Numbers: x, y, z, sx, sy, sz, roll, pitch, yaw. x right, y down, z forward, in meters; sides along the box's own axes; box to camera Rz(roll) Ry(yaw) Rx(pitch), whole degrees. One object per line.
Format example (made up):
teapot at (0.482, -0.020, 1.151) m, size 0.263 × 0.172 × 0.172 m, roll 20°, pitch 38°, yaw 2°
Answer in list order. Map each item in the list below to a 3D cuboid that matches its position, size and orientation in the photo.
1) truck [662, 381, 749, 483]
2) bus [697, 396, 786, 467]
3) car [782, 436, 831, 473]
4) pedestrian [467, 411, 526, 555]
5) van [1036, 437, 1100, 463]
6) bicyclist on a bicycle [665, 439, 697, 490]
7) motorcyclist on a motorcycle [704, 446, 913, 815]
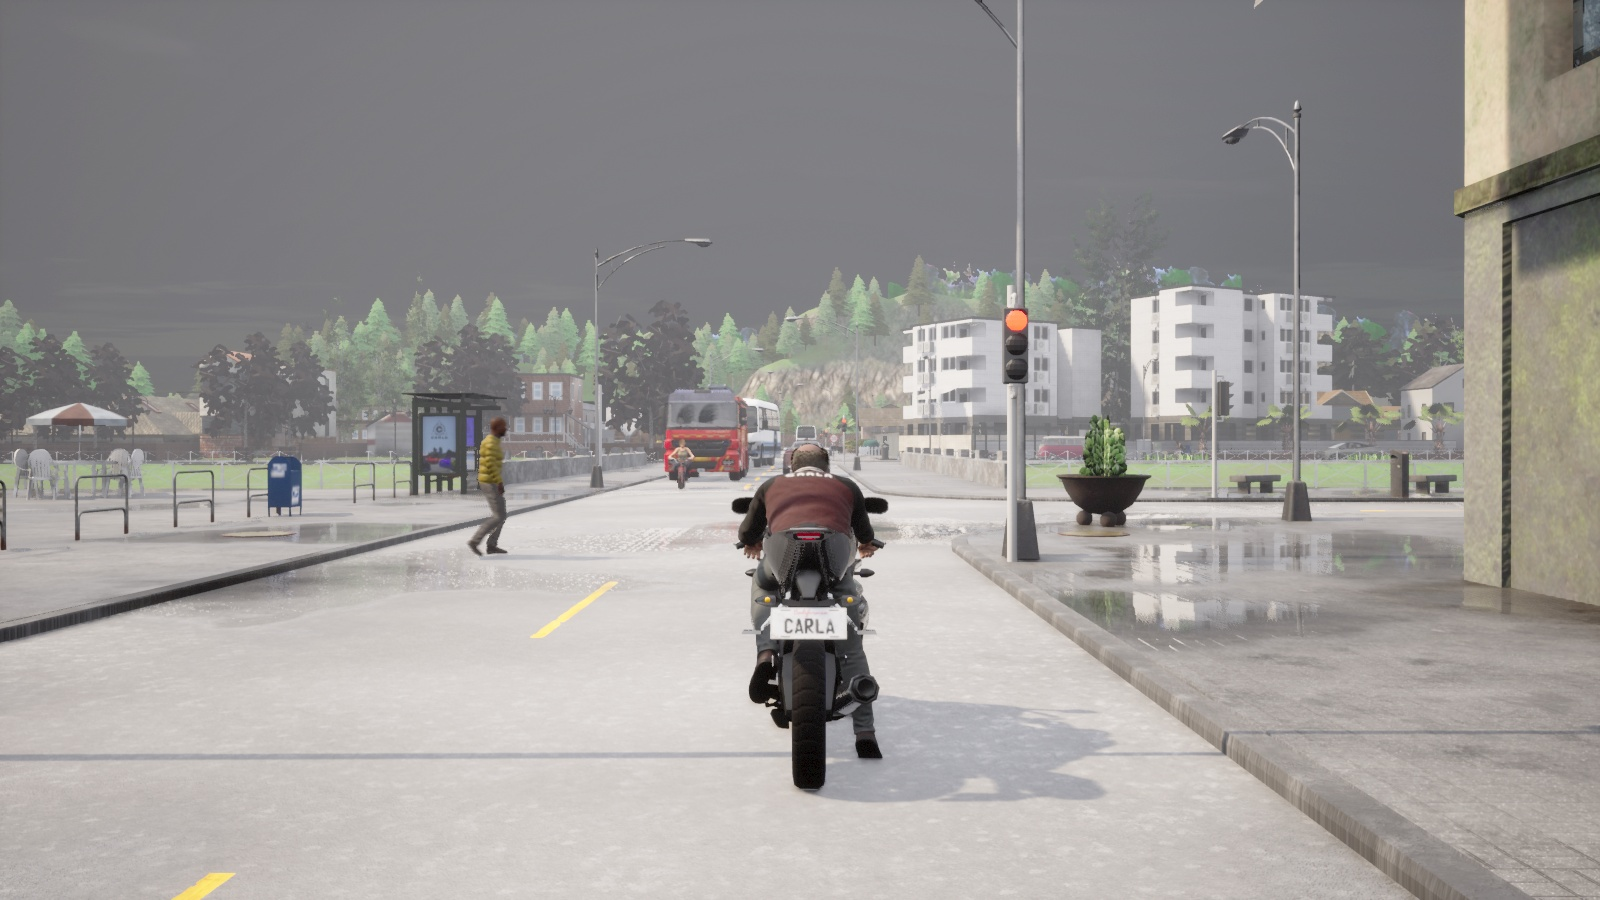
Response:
truck at (-3.732, -0.712, 51.537) m, size 2.891 × 3.827 × 8.468 m, roll 0°, pitch 0°, yaw 0°
bus at (-3.538, -1.082, 79.629) m, size 3.944 × 4.253 × 10.273 m, roll 0°, pitch 0°, yaw 7°
car at (0.298, 0.197, 57.876) m, size 2.152 × 1.651 × 5.027 m, roll 0°, pitch 0°, yaw 0°
pedestrian at (-3.931, 0.418, 16.259) m, size 0.726 × 1.835 × 0.370 m, roll 0°, pitch 0°, yaw -15°
van at (20.241, -0.021, 95.067) m, size 4.442 × 1.987 × 1.775 m, roll 0°, pitch 0°, yaw 0°
bicyclist on a bicycle at (-3.791, 0.453, 40.157) m, size 0.866 × 1.612 × 1.509 m, roll 0°, pitch 0°, yaw 0°
motorcyclist on a motorcycle at (0.047, 0.746, 6.323) m, size 0.866 × 1.530 × 2.191 m, roll 0°, pitch 0°, yaw 1°
